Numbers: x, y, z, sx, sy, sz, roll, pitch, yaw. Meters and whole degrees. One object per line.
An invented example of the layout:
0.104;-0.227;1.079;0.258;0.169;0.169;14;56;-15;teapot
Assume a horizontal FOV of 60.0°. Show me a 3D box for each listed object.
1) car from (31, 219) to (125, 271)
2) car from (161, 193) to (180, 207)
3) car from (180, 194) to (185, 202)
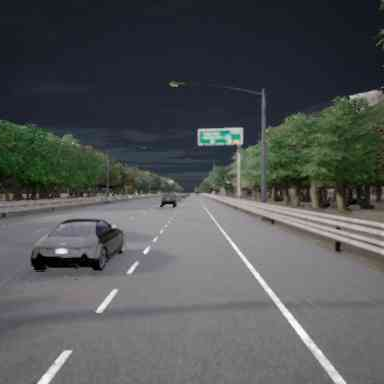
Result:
-3.496;1.564;10.936;1.994;1.385;4.181;0;0;0;car
-3.393;1.195;49.732;2.150;2.045;5.566;0;0;0;car
-3.302;1.491;74.864;2.033;1.411;5.357;0;0;0;car
